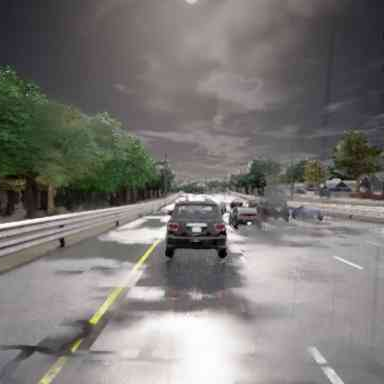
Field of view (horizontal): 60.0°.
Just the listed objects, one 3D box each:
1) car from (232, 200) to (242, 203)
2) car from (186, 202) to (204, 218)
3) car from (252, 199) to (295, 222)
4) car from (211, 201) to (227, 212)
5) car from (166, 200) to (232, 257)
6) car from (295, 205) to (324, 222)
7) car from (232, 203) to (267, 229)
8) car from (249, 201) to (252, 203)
[{"bbox_3d":[7.411,2.030,55.631,1.882,1.535,5.008,1,0,0],"label":"car"},{"bbox_3d":[0.297,1.925,36.261,1.812,1.442,4.674,1,0,0],"label":"car"},{"bbox_3d":[7.266,1.631,30.464,2.150,2.045,5.566,1,0,0],"label":"car"},{"bbox_3d":[3.867,2.069,48.375,1.994,1.385,4.181,1,0,0],"label":"car"},{"bbox_3d":[0.168,1.350,13.605,2.150,2.045,5.566,1,-1,0],"label":"car"},{"bbox_3d":[10.767,1.974,31.227,1.812,1.442,4.674,1,-1,0],"label":"car"},{"bbox_3d":[3.726,1.800,23.860,1.837,1.490,4.892,1,-1,0],"label":"car"},{"bbox_3d":[10.914,1.937,56.189,2.097,1.767,4.553,1,0,0],"label":"car"}]
